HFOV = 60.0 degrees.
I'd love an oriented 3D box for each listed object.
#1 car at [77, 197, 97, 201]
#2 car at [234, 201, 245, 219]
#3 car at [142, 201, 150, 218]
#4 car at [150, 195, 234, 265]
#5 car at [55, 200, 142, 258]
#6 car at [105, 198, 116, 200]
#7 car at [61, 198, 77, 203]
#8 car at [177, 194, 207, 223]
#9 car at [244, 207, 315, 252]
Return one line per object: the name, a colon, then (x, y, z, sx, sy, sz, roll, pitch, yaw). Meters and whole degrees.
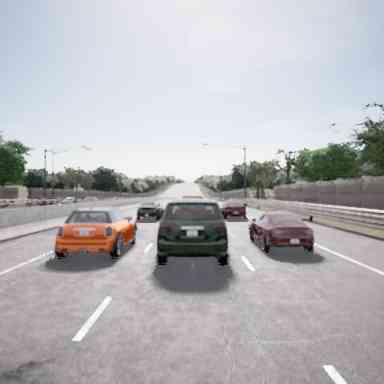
car: (-17.552, 1.674, 57.275, 1.882, 1.535, 5.008, 0, 0, 1)
car: (3.554, 1.494, 29.146, 1.882, 1.535, 5.008, 0, 0, 0)
car: (-3.453, 1.519, 27.988, 1.837, 1.490, 4.892, 0, 0, 1)
car: (0.037, 1.218, 11.823, 2.150, 2.045, 5.566, 0, 0, 1)
car: (-3.453, 1.346, 12.832, 2.097, 1.767, 4.553, 0, 0, 0)
car: (-14.048, 1.744, 57.324, 2.033, 1.411, 5.357, 0, 0, 1)
car: (-21.023, 1.749, 57.991, 2.033, 1.411, 5.357, 0, 0, 1)
car: (0.037, 1.233, 26.865, 2.150, 2.045, 5.566, 0, 0, 0)
car: (3.548, 1.520, 13.720, 1.812, 1.442, 4.674, 0, 0, 0)
